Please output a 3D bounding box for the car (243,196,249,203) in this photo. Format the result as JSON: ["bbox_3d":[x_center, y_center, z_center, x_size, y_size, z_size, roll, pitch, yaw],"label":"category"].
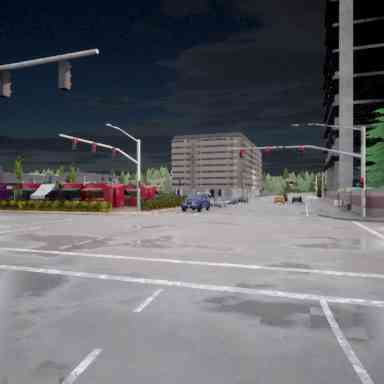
[{"bbox_3d":[10.270,1.547,67.649,2.033,1.411,5.357,0,0,19],"label":"car"}]

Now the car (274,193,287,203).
[{"bbox_3d":[18.161,1.478,68.999,1.882,1.535,5.008,0,0,19],"label":"car"}]

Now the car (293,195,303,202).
[{"bbox_3d":[24.658,1.525,77.345,2.128,1.511,4.902,0,0,19],"label":"car"}]

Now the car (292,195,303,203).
[{"bbox_3d":[21.376,1.478,67.598,1.882,1.535,5.008,0,0,19],"label":"car"}]

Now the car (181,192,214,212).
[{"bbox_3d":[0.554,1.221,39.292,2.150,2.045,5.566,0,0,19],"label":"car"}]

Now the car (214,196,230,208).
[{"bbox_3d":[3.693,1.601,48.537,1.895,1.301,4.718,0,0,19],"label":"car"}]

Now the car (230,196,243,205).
[{"bbox_3d":[6.807,1.491,57.658,2.128,1.511,4.902,0,0,19],"label":"car"}]

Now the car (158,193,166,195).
[{"bbox_3d":[-8.052,1.209,81.411,4.605,1.855,1.932,0,0,19],"label":"car"}]
